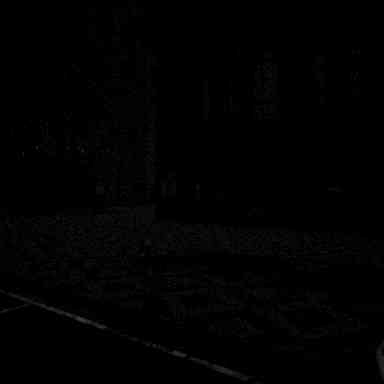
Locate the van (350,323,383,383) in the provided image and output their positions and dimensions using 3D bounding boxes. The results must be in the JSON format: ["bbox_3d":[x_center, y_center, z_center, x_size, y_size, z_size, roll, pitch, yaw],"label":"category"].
[{"bbox_3d":[2.652,1.339,1.092,3.998,1.788,1.690,0,0,35],"label":"van"}]
